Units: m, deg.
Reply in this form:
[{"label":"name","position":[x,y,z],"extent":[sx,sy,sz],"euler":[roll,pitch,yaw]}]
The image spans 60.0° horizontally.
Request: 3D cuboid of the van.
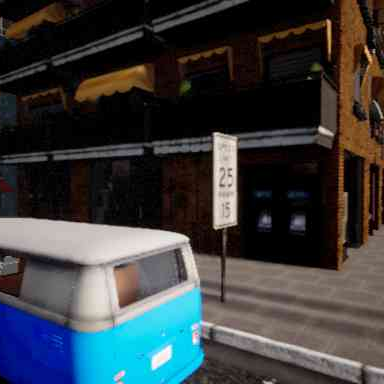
[{"label":"van","position":[-1.806,1.282,4.121],"extent":[3.998,1.788,1.690],"euler":[0,2,35]}]
